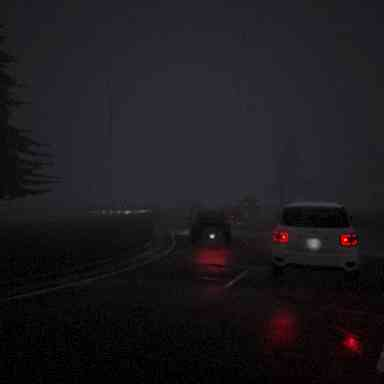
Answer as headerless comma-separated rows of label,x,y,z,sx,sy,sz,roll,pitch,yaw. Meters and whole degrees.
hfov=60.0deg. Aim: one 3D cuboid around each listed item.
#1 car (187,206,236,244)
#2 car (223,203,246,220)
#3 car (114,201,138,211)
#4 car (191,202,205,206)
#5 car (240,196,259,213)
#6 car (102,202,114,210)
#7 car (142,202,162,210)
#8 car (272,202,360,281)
car,0.850,1.719,17.037,1.837,1.490,4.892,1,-1,-1
car,3.753,1.990,32.973,1.895,1.301,4.718,-1,-1,0
car,-10.574,2.308,55.036,1.837,1.490,4.892,-1,-1,14
car,0.785,2.085,44.238,1.812,1.442,4.674,-1,-1,4
car,7.900,1.737,45.823,2.150,2.045,5.566,-1,-1,4
car,-13.588,2.460,57.348,1.895,1.301,4.718,-1,-1,14
car,-6.713,2.380,56.034,1.895,1.301,4.718,-1,-1,14
car,3.821,1.325,10.514,2.150,2.045,5.566,0,-1,19
